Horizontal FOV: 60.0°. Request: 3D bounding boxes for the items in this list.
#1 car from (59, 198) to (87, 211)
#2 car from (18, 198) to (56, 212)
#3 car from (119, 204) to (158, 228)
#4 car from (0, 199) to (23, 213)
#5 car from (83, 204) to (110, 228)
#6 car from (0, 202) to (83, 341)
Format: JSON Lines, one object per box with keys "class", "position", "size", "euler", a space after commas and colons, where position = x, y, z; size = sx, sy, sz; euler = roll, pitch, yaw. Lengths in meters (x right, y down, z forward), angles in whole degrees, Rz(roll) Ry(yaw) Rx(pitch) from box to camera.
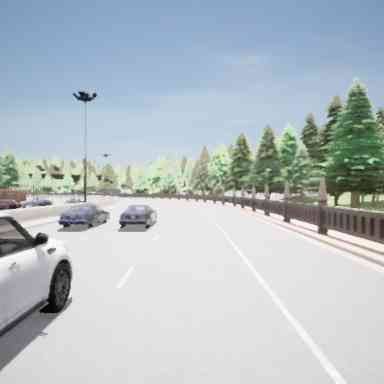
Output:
{"class": "car", "position": [-14.254, 1.504, 40.205], "size": [1.994, 1.385, 4.181], "euler": [0, 0, -2]}
{"class": "car", "position": [-17.692, 1.436, 38.199], "size": [2.128, 1.511, 4.902], "euler": [0, 0, -1]}
{"class": "car", "position": [-3.431, 1.515, 21.840], "size": [2.033, 1.411, 5.357], "euler": [0, 0, 0]}
{"class": "car", "position": [-21.143, 1.545, 37.451], "size": [1.895, 1.301, 4.718], "euler": [0, 0, -1]}
{"class": "car", "position": [-6.931, 1.515, 21.852], "size": [2.033, 1.411, 5.357], "euler": [0, 0, 0]}
{"class": "car", "position": [-3.457, 1.217, 4.420], "size": [2.150, 2.045, 5.566], "euler": [0, 0, -1]}
